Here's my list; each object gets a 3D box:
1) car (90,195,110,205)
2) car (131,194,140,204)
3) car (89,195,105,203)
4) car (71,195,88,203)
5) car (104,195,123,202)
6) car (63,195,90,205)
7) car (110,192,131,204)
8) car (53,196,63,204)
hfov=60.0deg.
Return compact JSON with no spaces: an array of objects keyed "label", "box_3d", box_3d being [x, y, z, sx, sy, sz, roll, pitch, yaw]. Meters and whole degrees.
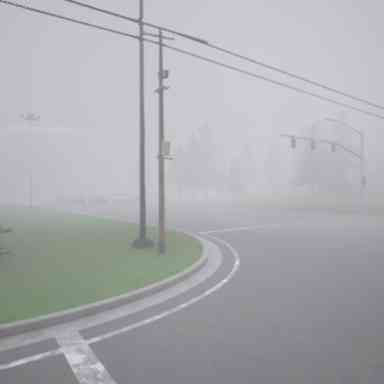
[{"label":"car","box_3d":[-16.474,1.258,57.533,2.097,1.767,4.553,0,0,-35]},{"label":"car","box_3d":[-10.691,1.209,61.478,2.097,1.767,4.553,0,0,-35]},{"label":"car","box_3d":[-19.460,1.384,67.916,1.994,1.385,4.181,0,0,-35]},{"label":"car","box_3d":[-22.329,1.359,65.911,1.837,1.490,4.892,0,0,-35]},{"label":"car","box_3d":[-16.592,1.333,69.921,2.128,1.511,4.902,0,0,-35]},{"label":"car","box_3d":[-19.244,1.422,55.389,2.128,1.511,4.902,0,0,-35]},{"label":"car","box_3d":[-13.422,1.103,59.274,2.150,2.045,5.566,0,0,-35]},{"label":"car","box_3d":[-25.198,1.411,63.906,1.882,1.535,5.008,0,0,-35]}]
